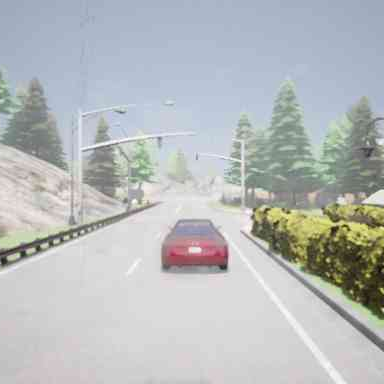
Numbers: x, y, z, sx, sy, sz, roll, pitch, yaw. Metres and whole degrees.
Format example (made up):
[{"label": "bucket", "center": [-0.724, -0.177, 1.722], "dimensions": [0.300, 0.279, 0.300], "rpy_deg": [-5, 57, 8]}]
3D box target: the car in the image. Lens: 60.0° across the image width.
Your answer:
[{"label": "car", "center": [0.080, 1.559, 11.054], "dimensions": [1.994, 1.385, 4.181], "rpy_deg": [0, 0, 0]}]
